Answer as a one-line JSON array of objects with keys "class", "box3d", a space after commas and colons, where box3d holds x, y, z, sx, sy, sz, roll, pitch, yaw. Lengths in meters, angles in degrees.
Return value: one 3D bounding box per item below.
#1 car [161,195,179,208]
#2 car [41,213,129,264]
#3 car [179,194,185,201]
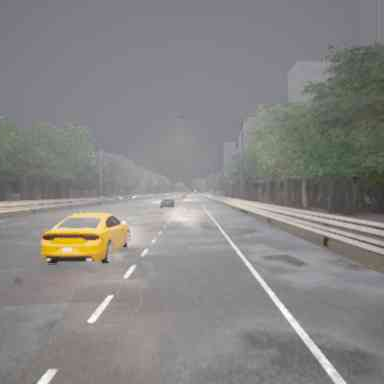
[{"class": "car", "box3d": [-3.517, 1.493, 48.944, 2.128, 1.511, 4.902, 0, 0, 0]}, {"class": "car", "box3d": [-3.504, 1.477, 11.816, 1.882, 1.535, 5.008, 0, 0, 0]}, {"class": "car", "box3d": [-3.531, 1.521, 88.625, 1.882, 1.535, 5.008, 0, 0, 0]}]
